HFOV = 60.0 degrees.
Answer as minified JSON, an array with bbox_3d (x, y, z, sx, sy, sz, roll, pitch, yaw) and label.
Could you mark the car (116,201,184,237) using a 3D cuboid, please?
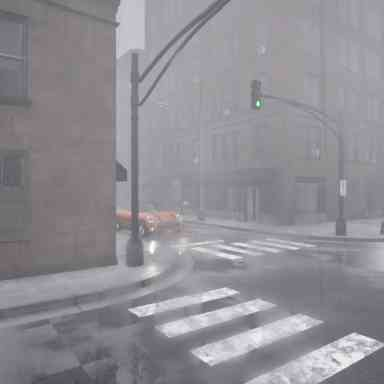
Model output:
[{"bbox_3d":[-2.362,1.263,17.521,2.097,1.767,4.553,0,0,-35],"label":"car"}]
